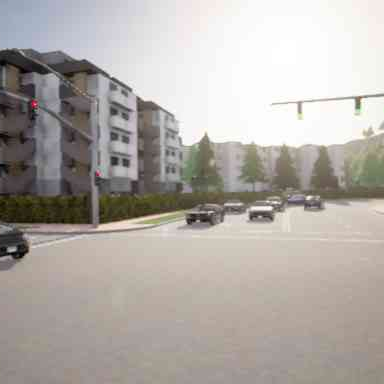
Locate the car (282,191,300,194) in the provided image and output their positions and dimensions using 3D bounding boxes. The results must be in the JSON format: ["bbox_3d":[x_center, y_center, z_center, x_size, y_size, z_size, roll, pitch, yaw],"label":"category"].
[{"bbox_3d":[15.478,0.873,52.685,2.150,2.045,5.566,-1,0,43],"label":"car"}]

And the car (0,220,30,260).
[{"bbox_3d":[-7.539,1.630,11.449,4.674,1.442,1.812,-1,0,31],"label":"car"}]

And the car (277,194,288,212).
[{"bbox_3d":[8.786,1.295,35.720,1.837,1.490,4.892,-1,0,22],"label":"car"}]

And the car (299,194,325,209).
[{"bbox_3d":[14.604,1.180,39.545,2.128,1.511,4.902,-1,0,29],"label":"car"}]

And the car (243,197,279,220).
[{"bbox_3d":[5.682,1.406,26.768,2.033,1.411,5.357,-1,0,16],"label":"car"}]

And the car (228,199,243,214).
[{"bbox_3d":[4.189,1.436,33.295,1.994,1.385,4.181,-1,0,19],"label":"car"}]

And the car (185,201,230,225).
[{"bbox_3d":[1.046,1.542,23.433,1.895,1.301,4.718,-1,0,18],"label":"car"}]

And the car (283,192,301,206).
[{"bbox_3d":[15.006,1.146,46.702,1.882,1.535,5.008,-1,0,38],"label":"car"}]
